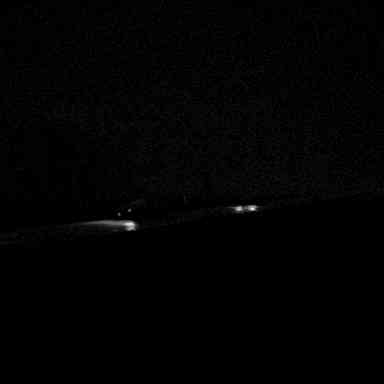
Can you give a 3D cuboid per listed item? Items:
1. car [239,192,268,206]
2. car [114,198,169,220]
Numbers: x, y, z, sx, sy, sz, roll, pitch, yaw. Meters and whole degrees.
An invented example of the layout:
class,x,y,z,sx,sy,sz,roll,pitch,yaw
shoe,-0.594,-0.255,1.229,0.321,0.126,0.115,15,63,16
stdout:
class,x,y,z,sx,sy,sz,roll,pitch,yaw
car,7.415,0.770,39.844,1.882,1.535,5.008,-1,1,36
car,-3.579,1.190,24.397,1.812,1.442,4.674,-1,1,35
